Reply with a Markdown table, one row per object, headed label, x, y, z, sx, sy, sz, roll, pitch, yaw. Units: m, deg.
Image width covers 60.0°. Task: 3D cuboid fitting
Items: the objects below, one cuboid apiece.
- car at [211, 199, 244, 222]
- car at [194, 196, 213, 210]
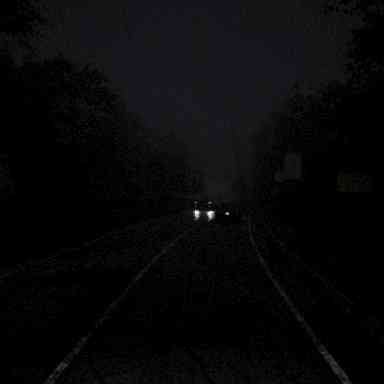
| label | x | y | z | sx | sy | sz | roll | pitch | yaw |
| --- | --- | --- | --- | --- | --- | --- | --- | --- | --- |
| car | 2.906 | 1.546 | 26.204 | 1.994 | 1.385 | 4.181 | 1 | 0 | 9 |
| car | 1.551 | 1.261 | 40.295 | 2.097 | 1.767 | 4.553 | 1 | 0 | 9 |
